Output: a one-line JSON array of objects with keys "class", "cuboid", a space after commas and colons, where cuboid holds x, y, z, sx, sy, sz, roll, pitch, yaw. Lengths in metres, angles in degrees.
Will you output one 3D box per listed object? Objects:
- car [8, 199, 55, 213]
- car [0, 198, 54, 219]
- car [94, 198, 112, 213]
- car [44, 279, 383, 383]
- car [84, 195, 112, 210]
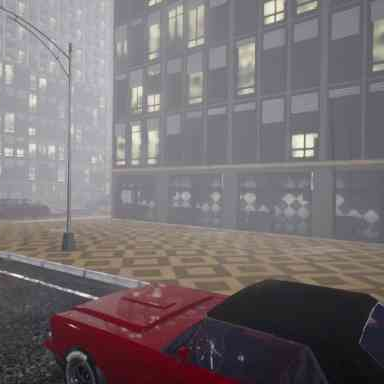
[{"class": "car", "cuboid": [-19.244, 1.641, 40.143, 1.752, 1.417, 4.829, 1, 0, 37]}, {"class": "car", "cuboid": [-15.766, 1.517, 30.760, 2.192, 1.841, 5.009, 1, 0, 37]}, {"class": "car", "cuboid": [-8.949, 1.828, 39.957, 1.752, 1.417, 4.829, 1, 0, 37]}, {"class": "car", "cuboid": [0.625, 1.600, 3.241, 4.718, 1.301, 1.895, 0, 0, 36]}, {"class": "car", "cuboid": [-12.013, 1.453, 45.527, 2.150, 2.045, 5.566, 1, 0, 36]}]
